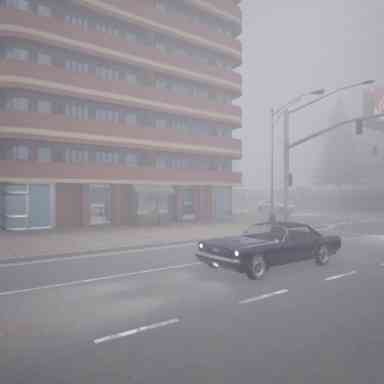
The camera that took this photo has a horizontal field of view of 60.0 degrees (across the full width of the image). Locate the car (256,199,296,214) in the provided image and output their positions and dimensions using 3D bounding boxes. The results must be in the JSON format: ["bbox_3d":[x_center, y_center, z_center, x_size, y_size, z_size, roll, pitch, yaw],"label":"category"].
[{"bbox_3d":[9.001,1.525,36.001,1.812,1.442,4.674,0,0,-36],"label":"car"}]

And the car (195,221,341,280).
[{"bbox_3d":[2.409,1.601,10.061,4.718,1.301,1.895,0,0,-36],"label":"car"}]
